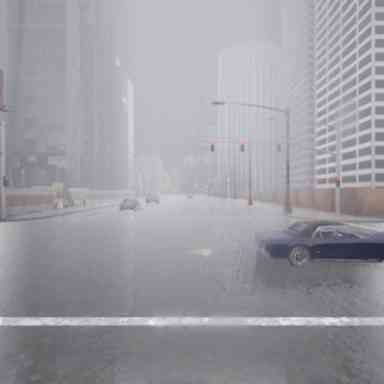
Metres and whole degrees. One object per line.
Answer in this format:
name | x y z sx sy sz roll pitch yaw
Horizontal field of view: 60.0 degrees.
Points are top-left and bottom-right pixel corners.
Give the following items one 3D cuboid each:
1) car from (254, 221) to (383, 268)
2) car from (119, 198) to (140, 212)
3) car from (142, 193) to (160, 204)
car | 4.500 1.593 10.668 4.718 1.301 1.895 0 0 0
car | -7.186 1.475 38.632 1.837 1.490 4.892 0 0 0
car | -7.202 1.177 60.926 2.150 2.045 5.566 0 0 0
